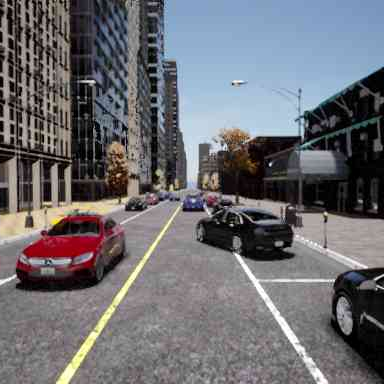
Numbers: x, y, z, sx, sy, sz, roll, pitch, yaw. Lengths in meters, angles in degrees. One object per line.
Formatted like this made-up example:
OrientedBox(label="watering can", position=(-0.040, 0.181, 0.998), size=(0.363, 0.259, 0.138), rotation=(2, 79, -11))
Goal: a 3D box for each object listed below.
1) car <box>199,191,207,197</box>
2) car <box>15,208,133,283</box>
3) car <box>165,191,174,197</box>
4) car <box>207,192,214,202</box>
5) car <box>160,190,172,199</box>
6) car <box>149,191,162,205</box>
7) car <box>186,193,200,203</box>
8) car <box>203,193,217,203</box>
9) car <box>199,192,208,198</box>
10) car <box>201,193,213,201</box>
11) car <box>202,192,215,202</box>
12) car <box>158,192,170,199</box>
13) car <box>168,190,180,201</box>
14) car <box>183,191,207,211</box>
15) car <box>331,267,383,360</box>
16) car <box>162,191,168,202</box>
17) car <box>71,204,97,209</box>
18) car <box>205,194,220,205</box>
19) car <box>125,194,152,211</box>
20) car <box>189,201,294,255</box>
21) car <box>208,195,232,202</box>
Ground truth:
OrientedBox(label="car", position=(2.759, 0.445, 84.770), size=(1.967, 1.590, 4.097), rotation=(-1, 1, 0))
OrientedBox(label="car", position=(-3.090, 1.412, 9.477), size=(1.812, 1.442, 4.674), rotation=(0, 1, 0))
OrientedBox(label="car", position=(-5.619, 0.570, 84.835), size=(1.947, 1.339, 4.313), rotation=(-1, 1, 0))
OrientedBox(label="car", position=(2.717, 1.075, 39.622), size=(1.887, 1.381, 4.507), rotation=(-1, 1, 0))
OrientedBox(label="car", position=(-5.642, 0.450, 73.545), size=(2.192, 1.841, 5.009), rotation=(-1, 1, 0))
OrientedBox(label="car", position=(-5.626, 0.904, 45.327), size=(1.967, 1.590, 4.097), rotation=(-1, 1, 0))
OrientedBox(label="car", position=(0.143, 0.878, 52.012), size=(2.128, 1.511, 4.902), rotation=(0, 1, 0))
OrientedBox(label="car", position=(2.728, 0.921, 51.079), size=(1.752, 1.417, 4.829), rotation=(-1, 1, 0))
OrientedBox(label="car", position=(2.755, 0.636, 79.128), size=(1.947, 1.339, 4.313), rotation=(-1, 1, 0))
OrientedBox(label="car", position=(2.739, 0.832, 62.197), size=(1.947, 1.339, 4.313), rotation=(-1, 1, 0))
OrientedBox(label="car", position=(2.732, 0.772, 56.551), size=(1.967, 1.590, 4.097), rotation=(-1, 1, 0))
OrientedBox(label="car", position=(-5.619, 0.751, 67.904), size=(2.008, 1.369, 4.403), rotation=(-1, 1, 0))
OrientedBox(label="car", position=(-2.955, 0.866, 57.719), size=(2.033, 1.411, 5.357), rotation=(0, 1, 0))
OrientedBox(label="car", position=(0.124, 0.945, 34.262), size=(2.097, 1.767, 4.553), rotation=(0, 1, 0))
OrientedBox(label="car", position=(3.150, 1.461, 3.446), size=(1.837, 1.490, 4.892), rotation=(0, 1, 0))
OrientedBox(label="car", position=(-5.613, 0.897, 56.616), size=(1.947, 1.339, 4.313), rotation=(-1, 1, 0))
OrientedBox(label="car", position=(-5.652, 1.324, 16.940), size=(1.752, 1.417, 4.829), rotation=(-1, 1, 0))
OrientedBox(label="car", position=(2.723, 1.046, 45.266), size=(1.802, 1.307, 4.206), rotation=(-1, 1, 0))
OrientedBox(label="car", position=(-5.635, 1.163, 34.041), size=(1.947, 1.339, 4.313), rotation=(-1, 1, 0))
OrientedBox(label="car", position=(1.795, 1.353, 12.792), size=(1.837, 1.490, 4.892), rotation=(-1, 2, -24))
OrientedBox(label="car", position=(2.707, 1.230, 28.335), size=(1.947, 1.339, 4.313), rotation=(-1, 1, 0))
